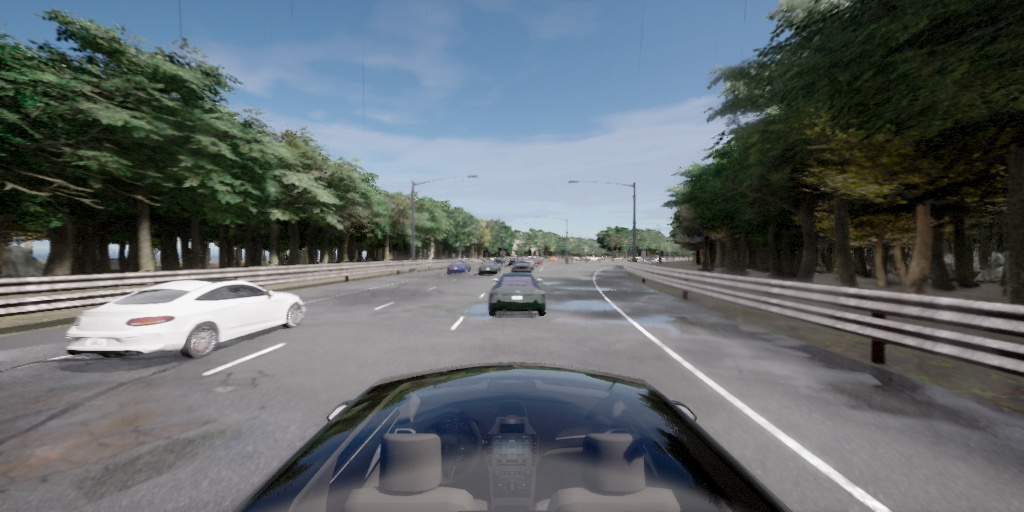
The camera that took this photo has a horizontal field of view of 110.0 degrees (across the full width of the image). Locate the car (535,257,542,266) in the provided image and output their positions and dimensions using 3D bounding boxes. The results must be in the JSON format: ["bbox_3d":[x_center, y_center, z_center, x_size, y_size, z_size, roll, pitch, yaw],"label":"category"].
[{"bbox_3d":[3.488,1.128,60.751,2.128,1.511,4.902,0,0,7],"label":"car"}]

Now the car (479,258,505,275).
[{"bbox_3d":[-2.215,1.259,37.490,1.994,1.385,4.181,0,0,4],"label":"car"}]

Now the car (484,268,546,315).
[{"bbox_3d":[0.203,1.313,13.583,1.994,1.385,4.181,0,0,1],"label":"car"}]

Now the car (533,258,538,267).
[{"bbox_3d":[2.163,1.273,48.801,1.895,1.301,4.718,0,0,6],"label":"car"}]

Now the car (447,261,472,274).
[{"bbox_3d":[-5.623,1.230,38.853,1.994,1.385,4.181,0,0,4],"label":"car"}]

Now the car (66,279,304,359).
[{"bbox_3d":[-6.803,1.248,8.191,1.812,1.442,4.674,0,0,1],"label":"car"}]

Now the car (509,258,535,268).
[{"bbox_3d":[0.931,1.225,32.817,1.837,1.490,4.892,0,0,3],"label":"car"}]
